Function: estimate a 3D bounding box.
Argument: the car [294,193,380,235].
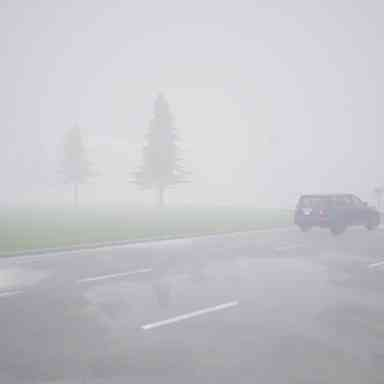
[{"bbox_3d":[7.880,1.084,17.972,5.566,2.045,2.150,-1,1,-35],"label":"car"}]
